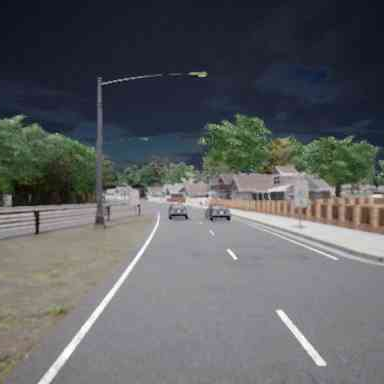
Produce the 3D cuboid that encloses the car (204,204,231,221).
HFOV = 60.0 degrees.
[{"bbox_3d":[2.287,1.842,30.628,2.033,1.411,5.357,0,-1,-5],"label":"car"}]

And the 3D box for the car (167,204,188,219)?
[{"bbox_3d":[-1.453,1.885,33.309,2.033,1.411,5.357,0,-1,-5],"label":"car"}]
